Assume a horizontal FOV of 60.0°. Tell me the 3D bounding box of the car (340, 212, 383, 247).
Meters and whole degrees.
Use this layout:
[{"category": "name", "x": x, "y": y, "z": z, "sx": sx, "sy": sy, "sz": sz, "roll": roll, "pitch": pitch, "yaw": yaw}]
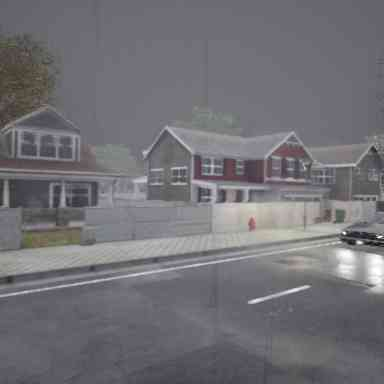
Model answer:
[{"category": "car", "x": 8.686, "y": 1.616, "z": 14.665, "sx": 5.357, "sy": 1.411, "sz": 2.033, "roll": 1, "pitch": 0, "yaw": -38}]
